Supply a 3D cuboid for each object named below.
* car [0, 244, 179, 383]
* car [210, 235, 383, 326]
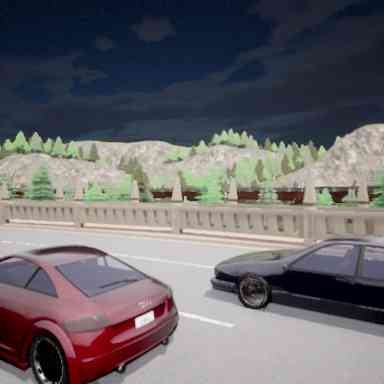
[{"bbox_3d":[-2.276,1.548,5.211,4.181,1.385,1.994,0,0,33],"label":"car"},{"bbox_3d":[2.998,1.519,6.019,5.357,1.411,2.033,0,0,34],"label":"car"}]
